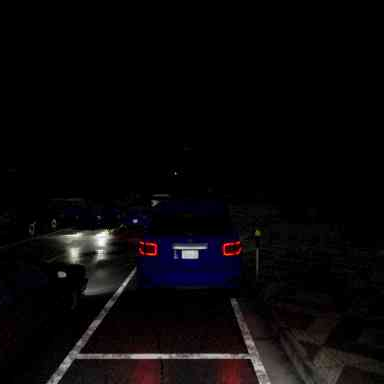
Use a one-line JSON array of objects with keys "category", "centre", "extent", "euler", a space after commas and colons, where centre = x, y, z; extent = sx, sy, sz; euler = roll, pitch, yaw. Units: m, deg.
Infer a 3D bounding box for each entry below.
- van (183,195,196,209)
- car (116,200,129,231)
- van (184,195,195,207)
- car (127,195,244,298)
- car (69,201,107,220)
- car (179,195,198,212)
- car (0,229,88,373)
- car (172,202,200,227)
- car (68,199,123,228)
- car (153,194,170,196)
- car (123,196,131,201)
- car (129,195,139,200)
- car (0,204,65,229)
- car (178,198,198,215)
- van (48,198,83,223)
[{"category": "van", "centre": [-0.364, 1.353, 45.322], "extent": [1.690, 1.788, 3.998], "euler": [0, 0, 0]}, {"category": "car", "centre": [-3.137, 1.479, 20.871], "extent": [1.882, 1.535, 5.008], "euler": [0, 0, 0]}, {"category": "van", "centre": [-0.361, 1.355, 50.760], "extent": [1.690, 1.788, 3.998], "euler": [0, 0, 0]}, {"category": "car", "centre": [-0.035, 1.220, 8.679], "extent": [2.150, 2.045, 5.566], "euler": [0, 0, 0]}, {"category": "car", "centre": [-8.896, 1.529, 28.844], "extent": [1.752, 1.417, 4.829], "euler": [0, 0, 0]}, {"category": "car", "centre": [-0.366, 1.324, 39.885], "extent": [2.192, 1.841, 5.009], "euler": [0, 0, 0]}, {"category": "car", "centre": [-3.045, 1.547, 4.362], "extent": [2.033, 1.411, 5.357], "euler": [0, 0, 0]}, {"category": "car", "centre": [-0.373, 1.528, 23.742], "extent": [1.752, 1.417, 4.829], "euler": [0, 0, 0]}, {"category": "car", "centre": [-6.235, 1.480, 22.210], "extent": [1.882, 1.535, 5.008], "euler": [0, 0, 0]}, {"category": "car", "centre": [-3.036, 1.230, 34.552], "extent": [2.150, 2.045, 5.566], "euler": [0, 0, 0]}, {"category": "car", "centre": [-8.891, 1.534, 39.719], "extent": [1.752, 1.417, 4.829], "euler": [0, 0, 0]}, {"category": "car", "centre": [-8.889, 1.452, 45.326], "extent": [1.967, 1.590, 4.097], "euler": [0, 0, 0]}, {"category": "car", "centre": [-8.900, 1.567, 18.138], "extent": [1.947, 1.339, 4.313], "euler": [0, 0, 0]}, {"category": "car", "centre": [-0.368, 1.446, 34.447], "extent": [1.967, 1.590, 4.097], "euler": [0, 0, 0]}, {"category": "van", "centre": [-8.898, 1.344, 23.576], "extent": [1.690, 1.788, 3.998], "euler": [0, 0, 0]}]
